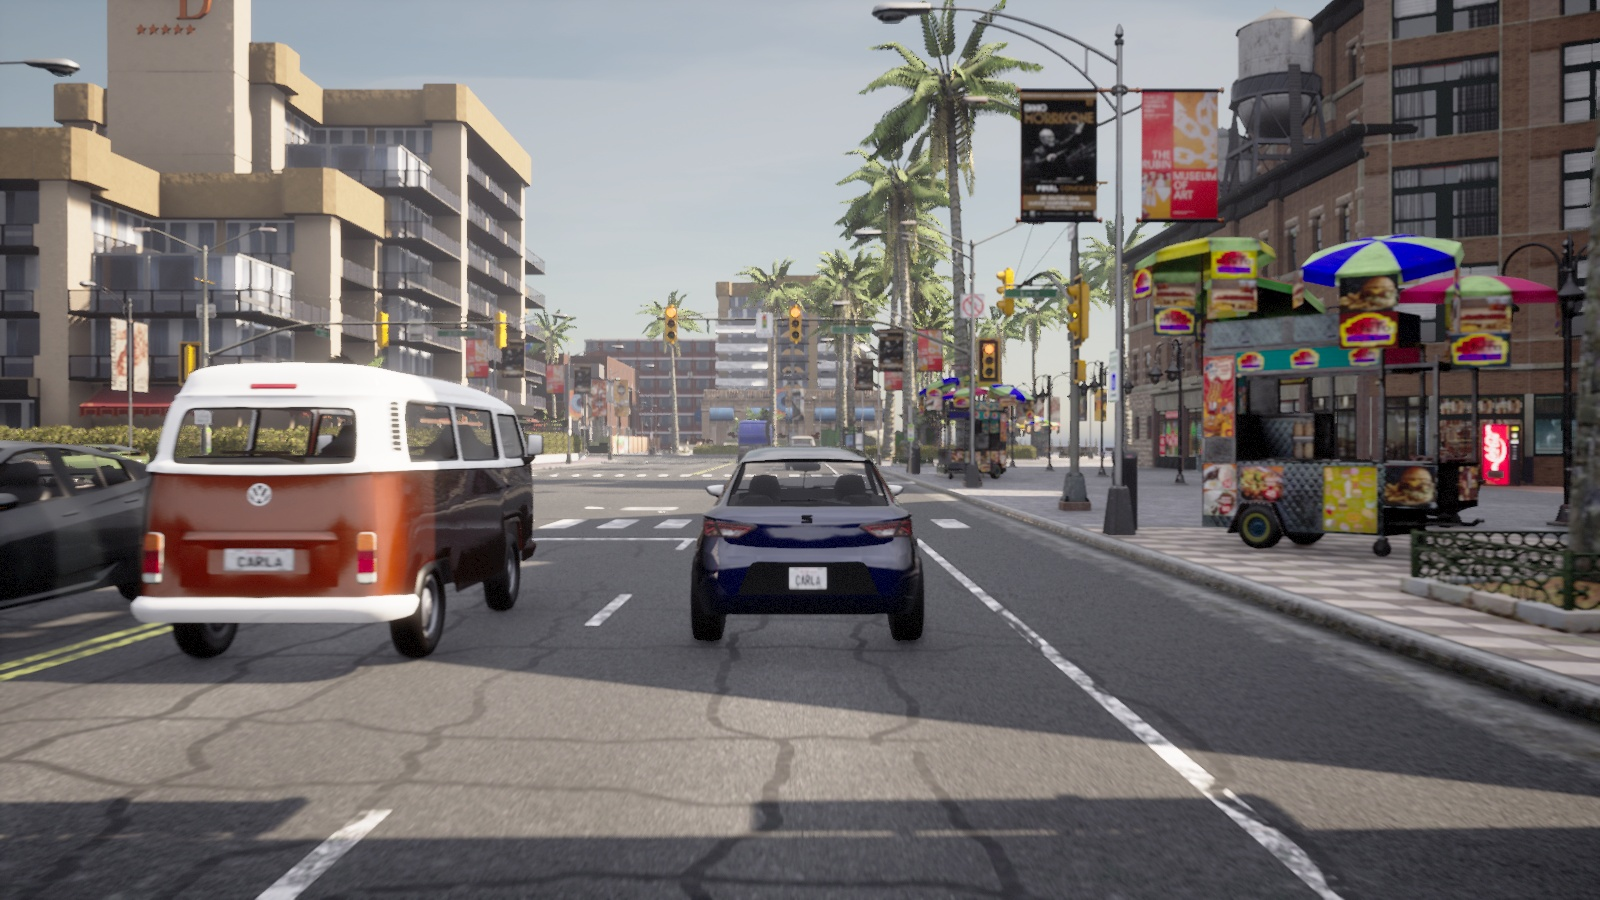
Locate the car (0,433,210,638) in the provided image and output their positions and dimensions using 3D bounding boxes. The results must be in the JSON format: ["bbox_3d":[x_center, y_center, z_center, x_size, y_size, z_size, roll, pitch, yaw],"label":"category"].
[{"bbox_3d":[-6.965,0.631,10.417,2.007,1.525,4.514,0,0,0],"label":"car"}]

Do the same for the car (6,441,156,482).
[{"bbox_3d":[-27.153,0.412,47.525,4.514,1.525,2.007,0,0,0],"label":"car"}]

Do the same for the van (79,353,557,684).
[{"bbox_3d":[-3.399,0.413,9.974,2.069,2.038,4.480,0,0,0],"label":"van"}]

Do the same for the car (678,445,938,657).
[{"bbox_3d":[0.048,0.701,10.850,1.816,1.474,4.193,0,0,0],"label":"car"}]

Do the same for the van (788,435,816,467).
[{"bbox_3d":[0.136,0.048,82.349,1.775,1.987,4.442,0,0,0],"label":"van"}]
